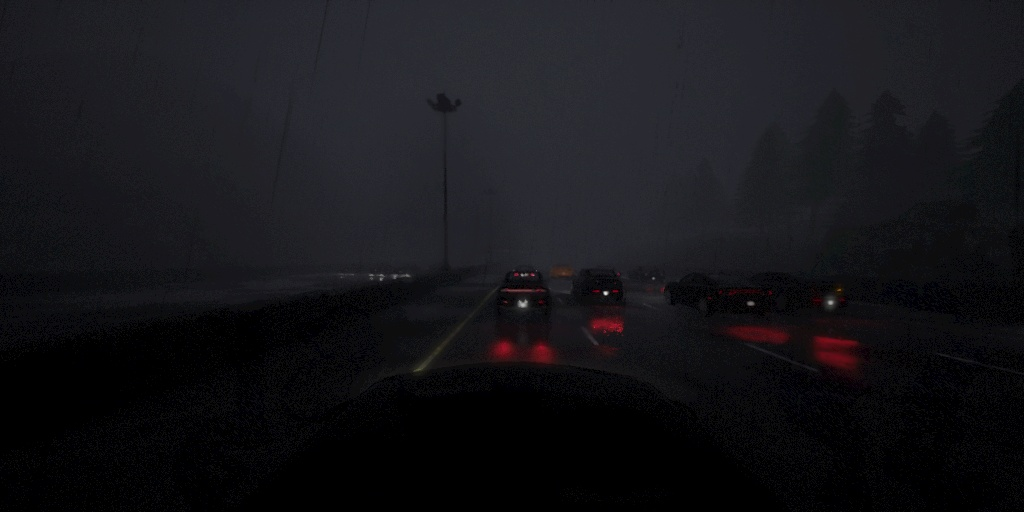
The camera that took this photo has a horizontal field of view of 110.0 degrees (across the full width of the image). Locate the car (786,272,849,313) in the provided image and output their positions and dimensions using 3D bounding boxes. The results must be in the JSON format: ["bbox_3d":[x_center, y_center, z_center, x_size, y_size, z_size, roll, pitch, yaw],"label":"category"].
[{"bbox_3d":[11.018,1.356,14.695,1.837,1.490,4.892,0,0,2],"label":"car"}]

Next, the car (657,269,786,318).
[{"bbox_3d":[7.463,1.310,13.516,1.882,1.535,5.008,0,0,2],"label":"car"}]

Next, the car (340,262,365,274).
[{"bbox_3d":[-19.556,1.468,44.542,1.994,1.385,4.181,0,0,2],"label":"car"}]

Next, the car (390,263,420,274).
[{"bbox_3d":[-12.609,1.522,43.177,1.895,1.301,4.718,0,0,2],"label":"car"}]

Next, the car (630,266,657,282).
[{"bbox_3d":[11.649,1.544,31.459,1.895,1.301,4.718,0,0,2],"label":"car"}]

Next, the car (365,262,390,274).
[{"bbox_3d":[-16.059,1.479,44.461,1.994,1.385,4.181,0,0,2],"label":"car"}]

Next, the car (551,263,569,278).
[{"bbox_3d":[4.764,1.413,34.506,1.882,1.535,5.008,0,0,2],"label":"car"}]

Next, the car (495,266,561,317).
[{"bbox_3d":[0.453,1.299,13.450,2.128,1.511,4.902,0,0,2],"label":"car"}]

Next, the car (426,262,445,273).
[{"bbox_3d":[-9.074,1.463,43.992,1.812,1.442,4.674,0,0,2],"label":"car"}]

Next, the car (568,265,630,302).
[{"bbox_3d":[4.140,1.349,17.849,1.837,1.490,4.892,0,0,2],"label":"car"}]
